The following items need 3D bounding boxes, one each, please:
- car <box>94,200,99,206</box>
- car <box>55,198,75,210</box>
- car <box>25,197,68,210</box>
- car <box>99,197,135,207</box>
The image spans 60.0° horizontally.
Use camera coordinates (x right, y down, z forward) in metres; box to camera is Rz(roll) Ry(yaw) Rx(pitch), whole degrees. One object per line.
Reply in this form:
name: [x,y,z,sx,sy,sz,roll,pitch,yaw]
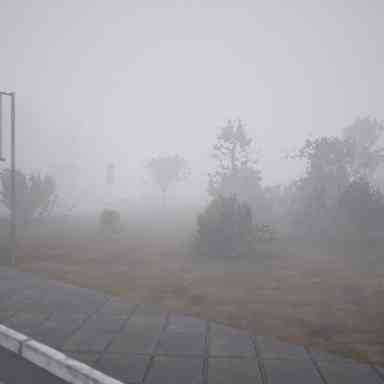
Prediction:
car: [-12.908,1.515,52.248,1.895,1.301,4.718,0,1,39]
car: [-17.045,1.482,41.538,2.128,1.511,4.902,0,0,39]
car: [-19.292,1.479,44.327,2.128,1.511,4.902,0,0,39]
car: [-10.582,1.468,49.558,2.033,1.411,5.357,0,1,39]
